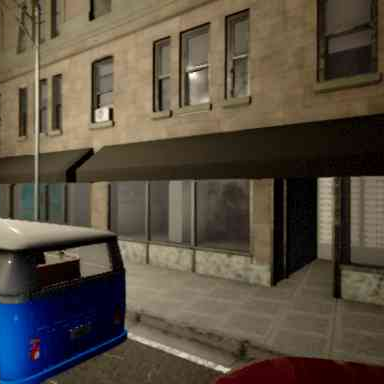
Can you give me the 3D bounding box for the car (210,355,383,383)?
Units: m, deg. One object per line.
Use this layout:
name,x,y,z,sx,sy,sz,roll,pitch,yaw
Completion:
car,1.863,1.584,1.520,4.206,1.307,1.802,0,0,35

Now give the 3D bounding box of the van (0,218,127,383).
van,-2.754,1.322,4.810,3.998,1.788,1.690,0,0,35
